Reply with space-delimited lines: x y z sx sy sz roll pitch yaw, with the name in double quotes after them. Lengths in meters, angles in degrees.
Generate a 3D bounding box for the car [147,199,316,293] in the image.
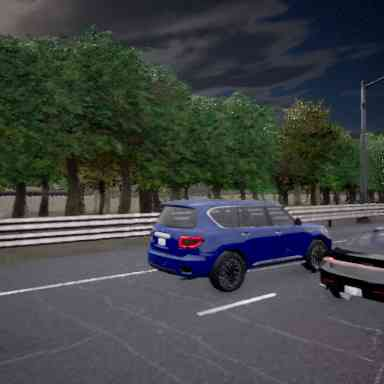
1.493 1.223 9.118 5.566 2.045 2.150 0 0 -36 "car"

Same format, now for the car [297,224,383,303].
4.747 1.493 7.147 4.902 1.511 2.128 0 0 -36 "car"
